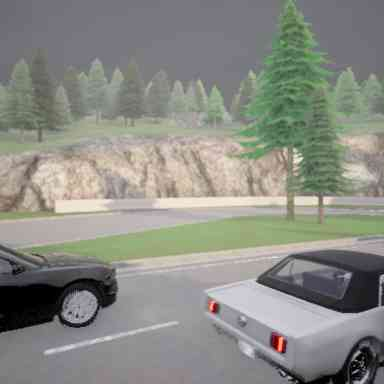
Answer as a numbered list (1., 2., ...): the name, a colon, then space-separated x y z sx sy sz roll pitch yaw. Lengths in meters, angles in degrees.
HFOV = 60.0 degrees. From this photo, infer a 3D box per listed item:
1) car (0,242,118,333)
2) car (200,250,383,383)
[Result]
1. car: -3.666 1.470 5.257 5.008 1.535 1.882 0 0 -35
2. car: 2.593 1.582 5.055 4.718 1.301 1.895 0 0 -29
